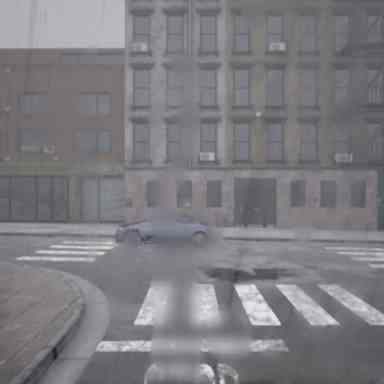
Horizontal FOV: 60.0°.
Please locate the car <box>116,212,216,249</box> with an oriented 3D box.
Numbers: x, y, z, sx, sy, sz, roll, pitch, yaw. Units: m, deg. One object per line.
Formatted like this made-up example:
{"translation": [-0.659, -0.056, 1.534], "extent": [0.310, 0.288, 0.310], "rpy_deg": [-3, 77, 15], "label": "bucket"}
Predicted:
{"translation": [-1.075, 1.574, 14.196], "extent": [4.181, 1.385, 1.994], "rpy_deg": [1, 0, 0], "label": "car"}
